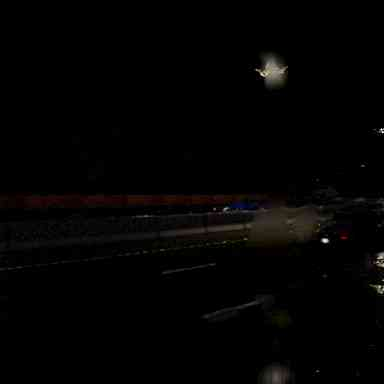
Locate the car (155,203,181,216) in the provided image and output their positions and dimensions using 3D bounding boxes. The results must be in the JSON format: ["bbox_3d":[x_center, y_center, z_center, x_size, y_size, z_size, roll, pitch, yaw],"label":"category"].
[{"bbox_3d":[-2.248,2.008,38.384,4.181,1.385,1.994,0,-1,-43],"label":"car"}]

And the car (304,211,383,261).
[{"bbox_3d":[6.148,1.664,12.810,4.181,1.385,1.994,0,-1,-40],"label":"car"}]

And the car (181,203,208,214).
[{"bbox_3d":[1.271,1.965,36.889,4.181,1.385,1.994,0,-1,-44],"label":"car"}]

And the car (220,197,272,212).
[{"bbox_3d":[5.573,1.531,31.293,5.566,2.045,2.150,1,-1,-43],"label":"car"}]

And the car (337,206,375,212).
[{"bbox_3d":[10.639,1.664,21.234,4.892,1.490,1.837,0,0,-43],"label":"car"}]

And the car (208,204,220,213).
[{"bbox_3d":[4.296,1.709,34.965,4.553,1.767,2.097,0,-1,-44],"label":"car"}]
